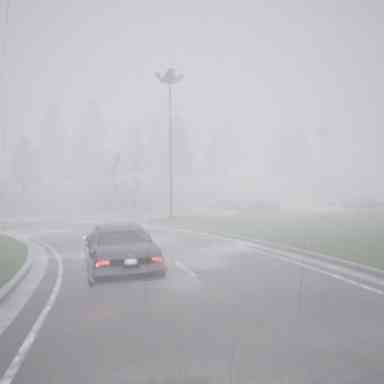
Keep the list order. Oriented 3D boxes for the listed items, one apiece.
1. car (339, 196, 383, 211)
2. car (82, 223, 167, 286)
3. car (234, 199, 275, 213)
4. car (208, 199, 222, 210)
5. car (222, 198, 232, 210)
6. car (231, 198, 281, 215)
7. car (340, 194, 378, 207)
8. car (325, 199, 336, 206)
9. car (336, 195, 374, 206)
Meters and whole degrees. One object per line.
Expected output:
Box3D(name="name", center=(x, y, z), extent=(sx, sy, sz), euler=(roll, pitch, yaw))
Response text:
Box3D(name="car", center=(19.830, 1.443, 38.197), extent=(4.718, 1.301, 1.895), euler=(-1, 0, -15))
Box3D(name="car", center=(-2.161, 1.618, 9.771), extent=(2.033, 1.411, 5.357), euler=(-1, 0, -19))
Box3D(name="car", center=(7.181, 1.599, 38.323), extent=(4.181, 1.385, 1.994), euler=(-1, 0, -15))
Box3D(name="car", center=(4.527, 1.602, 44.847), extent=(4.892, 1.490, 1.837), euler=(-2, 0, -15))
Box3D(name="car", center=(6.727, 1.547, 41.828), extent=(4.902, 1.511, 2.128), euler=(-1, 0, -15))
Box3D(name="car", center=(6.910, 1.552, 34.617), extent=(4.674, 1.442, 1.812), euler=(-1, 0, -15))
Box3D(name="car", center=(23.270, 1.172, 46.398), extent=(4.553, 1.767, 2.097), euler=(-1, 0, -15))
Box3D(name="car", center=(22.748, 1.389, 49.849), extent=(5.357, 1.411, 2.033), euler=(-1, 0, -15))
Box3D(name="car", center=(21.269, 1.188, 42.220), extent=(4.553, 1.767, 2.097), euler=(-1, 0, -15))
